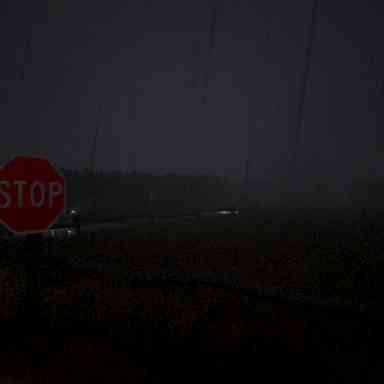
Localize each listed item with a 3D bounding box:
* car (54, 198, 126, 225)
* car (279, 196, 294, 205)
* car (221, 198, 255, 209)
[{"bbox_3d":[-6.465,1.228,21.372,2.097,1.767,4.553,1,0,36],"label":"car"},{"bbox_3d":[13.060,1.241,46.008,2.033,1.411,5.357,1,1,17],"label":"car"},{"bbox_3d":[5.382,1.354,37.746,2.033,1.411,5.357,1,1,36],"label":"car"}]
